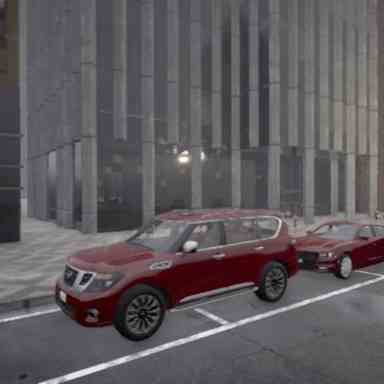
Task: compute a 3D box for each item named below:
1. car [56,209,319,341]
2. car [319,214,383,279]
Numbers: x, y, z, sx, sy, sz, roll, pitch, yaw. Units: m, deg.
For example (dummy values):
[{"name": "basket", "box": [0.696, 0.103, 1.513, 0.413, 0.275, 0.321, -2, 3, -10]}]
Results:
[{"name": "car", "box": [0.031, 1.309, 6.675, 5.009, 1.841, 2.192, 0, 0, -36]}, {"name": "car", "box": [4.619, 1.530, 9.951, 4.507, 1.381, 1.887, 0, 0, -36]}]
